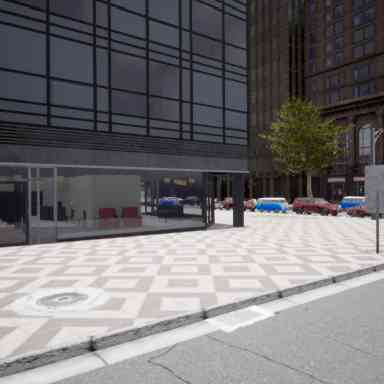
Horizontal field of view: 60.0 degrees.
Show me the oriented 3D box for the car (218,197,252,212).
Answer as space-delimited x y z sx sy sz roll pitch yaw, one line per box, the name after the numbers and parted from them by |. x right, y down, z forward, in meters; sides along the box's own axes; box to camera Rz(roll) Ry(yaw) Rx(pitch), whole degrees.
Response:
6.169 1.627 43.680 2.192 1.841 5.009 -1 0 -35 | car

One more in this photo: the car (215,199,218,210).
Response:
2.884 1.915 48.311 2.008 1.369 4.403 -1 0 -35 | car

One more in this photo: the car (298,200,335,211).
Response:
16.408 1.737 43.995 1.947 1.339 4.313 -1 0 -35 | car

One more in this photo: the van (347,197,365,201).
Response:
19.692 1.457 39.364 1.690 1.788 3.998 -1 0 -35 | van

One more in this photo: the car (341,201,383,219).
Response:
16.043 1.728 29.790 1.802 1.307 4.206 -1 0 -35 | car

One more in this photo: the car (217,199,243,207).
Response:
6.540 1.873 57.884 1.887 1.381 4.507 -1 0 -35 | car

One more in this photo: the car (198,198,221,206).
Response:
3.252 1.930 62.513 2.008 1.369 4.403 -1 0 -35 | car

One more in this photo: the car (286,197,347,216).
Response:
12.747 1.518 34.419 2.192 1.841 5.009 -1 0 -35 | car

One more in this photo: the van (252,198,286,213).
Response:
9.458 1.600 39.050 1.690 1.788 3.998 -1 0 -35 | van

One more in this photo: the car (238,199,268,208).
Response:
9.731 1.804 53.393 1.752 1.417 4.829 -1 0 -35 | car
